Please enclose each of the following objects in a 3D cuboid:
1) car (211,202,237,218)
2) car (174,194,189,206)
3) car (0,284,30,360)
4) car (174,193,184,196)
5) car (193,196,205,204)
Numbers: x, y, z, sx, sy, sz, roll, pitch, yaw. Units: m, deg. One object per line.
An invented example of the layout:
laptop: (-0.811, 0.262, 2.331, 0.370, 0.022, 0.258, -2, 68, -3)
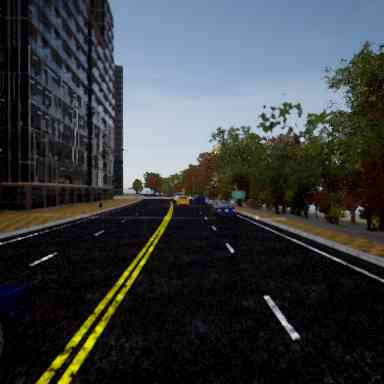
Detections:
car: (2.773, 1.551, 29.646, 2.033, 1.411, 5.357, 0, 0, -1)
car: (-1.487, 1.442, 53.502, 1.882, 1.535, 5.008, 0, -1, -3)
car: (-3.364, 1.602, 2.769, 1.895, 1.301, 4.718, 0, 0, 0)
car: (-2.556, 1.167, 68.473, 2.150, 2.045, 5.566, 0, 0, -4)
car: (1.279, 1.445, 60.290, 1.882, 1.535, 5.008, 0, -1, -3)
